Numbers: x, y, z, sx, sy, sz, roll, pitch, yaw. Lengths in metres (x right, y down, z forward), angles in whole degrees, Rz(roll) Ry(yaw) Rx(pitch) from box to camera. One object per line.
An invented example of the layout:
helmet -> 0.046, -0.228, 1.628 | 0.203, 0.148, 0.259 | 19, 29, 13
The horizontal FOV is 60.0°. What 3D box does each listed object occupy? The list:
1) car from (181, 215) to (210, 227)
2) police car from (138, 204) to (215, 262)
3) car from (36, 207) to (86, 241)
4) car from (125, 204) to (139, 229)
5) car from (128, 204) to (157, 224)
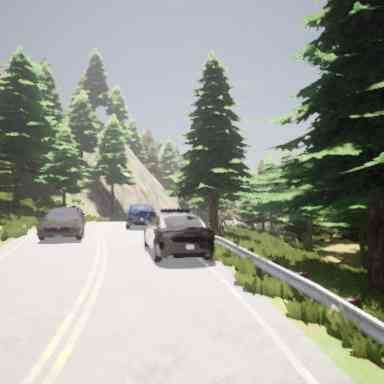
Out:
car -> 0.559, 4.139, 47.205 | 1.812, 1.442, 4.674 | -3, -10, 32
police car -> -0.668, 1.411, 12.328 | 1.930, 1.638, 5.238 | 1, 0, -14
car -> -6.258, 1.458, 16.368 | 2.033, 1.411, 5.357 | 1, 0, -16
car -> -3.331, 1.503, 21.747 | 1.882, 1.535, 5.008 | 0, -1, -11
car -> -3.949, 1.779, 27.317 | 1.812, 1.442, 4.674 | 0, -3, -2
